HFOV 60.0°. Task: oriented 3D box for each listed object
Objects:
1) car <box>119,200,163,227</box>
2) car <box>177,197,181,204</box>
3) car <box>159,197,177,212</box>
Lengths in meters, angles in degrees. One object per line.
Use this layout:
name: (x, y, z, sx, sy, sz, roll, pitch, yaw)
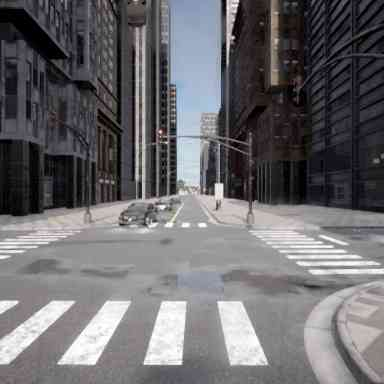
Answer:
car: (-3.567, 1.511, 22.996, 1.837, 1.490, 4.892, 0, 0, 7)
car: (-3.161, 1.590, 61.995, 1.994, 1.385, 4.181, 0, 0, 0)
car: (-3.179, 1.503, 38.422, 2.128, 1.511, 4.902, 0, 0, 0)
